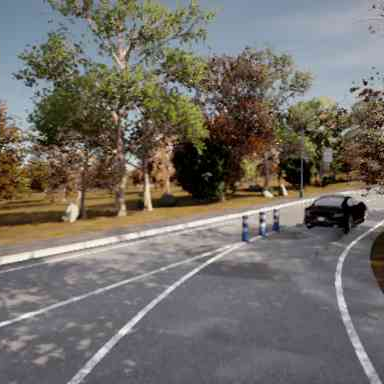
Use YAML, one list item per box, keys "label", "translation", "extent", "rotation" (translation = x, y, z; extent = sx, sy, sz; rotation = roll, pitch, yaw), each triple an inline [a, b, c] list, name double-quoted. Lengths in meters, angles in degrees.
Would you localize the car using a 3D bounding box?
- label: "car"
  translation: [7.191, 0.890, 16.437]
  extent: [1.882, 1.535, 5.008]
  rotation: [0, 3, 39]
